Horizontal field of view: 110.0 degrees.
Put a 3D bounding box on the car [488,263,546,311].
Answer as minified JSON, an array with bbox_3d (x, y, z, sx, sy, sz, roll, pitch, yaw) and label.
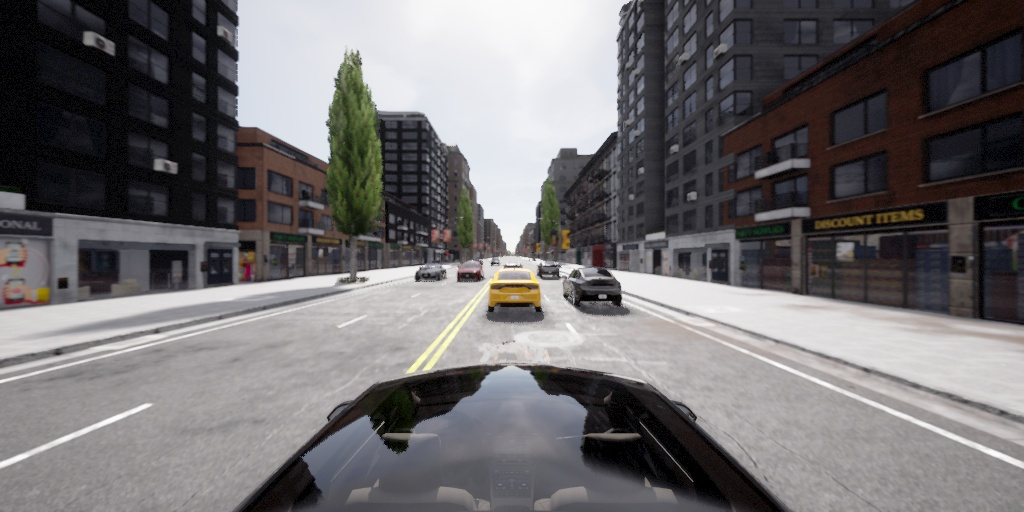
[{"bbox_3d":[0.099,1.225,14.439,1.882,1.535,5.008,0,0,0],"label":"car"}]

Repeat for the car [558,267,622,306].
[{"bbox_3d":[3.352,1.252,15.650,1.837,1.490,4.892,0,0,0],"label":"car"}]

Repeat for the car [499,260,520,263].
[{"bbox_3d":[0.103,1.228,33.902,2.128,1.511,4.902,0,0,0],"label":"car"}]

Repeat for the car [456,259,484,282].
[{"bbox_3d":[-3.340,1.217,29.375,1.882,1.535,5.008,0,0,0],"label":"car"}]

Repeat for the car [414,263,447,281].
[{"bbox_3d":[-6.589,1.304,29.476,1.994,1.385,4.181,0,0,0],"label":"car"}]

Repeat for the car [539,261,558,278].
[{"bbox_3d":[3.361,1.228,33.891,2.128,1.511,4.902,0,0,0],"label":"car"}]
